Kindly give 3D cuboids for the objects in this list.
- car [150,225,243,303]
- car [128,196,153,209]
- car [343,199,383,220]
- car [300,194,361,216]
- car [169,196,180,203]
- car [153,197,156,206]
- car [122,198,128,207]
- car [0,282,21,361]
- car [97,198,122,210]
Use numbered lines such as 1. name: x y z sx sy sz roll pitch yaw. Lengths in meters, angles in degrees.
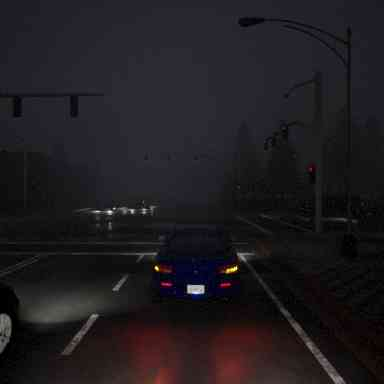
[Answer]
1. car: 0.129 1.526 8.082 1.812 1.442 4.674 0 0 2
2. car: -7.159 1.352 46.346 2.097 1.767 4.553 0 0 0
3. car: 15.878 1.547 27.606 5.357 1.411 2.033 0 0 0
4. car: 13.055 1.222 31.104 5.566 2.045 2.150 0 0 0
5. car: -3.493 1.564 66.730 1.994 1.385 4.181 0 0 0
6. car: -7.148 1.505 55.487 1.837 1.490 4.892 0 0 0
7. car: -10.659 1.601 51.384 1.895 1.301 4.718 0 0 0
8. car: -3.442 1.505 2.947 1.837 1.490 4.892 0 0 0
9. car: -10.654 1.526 42.285 1.812 1.442 4.674 0 0 0
